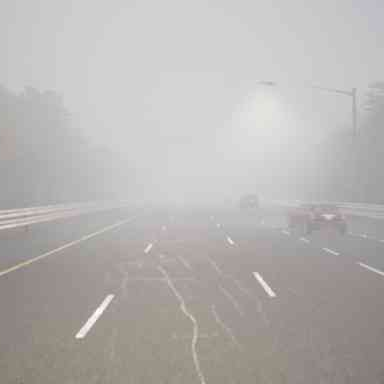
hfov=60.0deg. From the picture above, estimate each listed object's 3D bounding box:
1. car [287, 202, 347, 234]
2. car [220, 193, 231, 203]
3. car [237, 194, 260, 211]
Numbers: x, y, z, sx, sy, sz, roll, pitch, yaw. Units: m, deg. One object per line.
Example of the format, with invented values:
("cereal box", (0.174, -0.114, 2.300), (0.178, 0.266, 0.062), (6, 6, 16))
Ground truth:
("car", (7.021, 1.355, 19.208), (2.097, 1.767, 4.553), (0, 0, 0))
("car", (7.287, 1.519, 71.538), (1.882, 1.535, 5.008), (0, 0, 0))
("car", (7.101, 1.243, 42.211), (2.150, 2.045, 5.566), (0, 0, 0))
